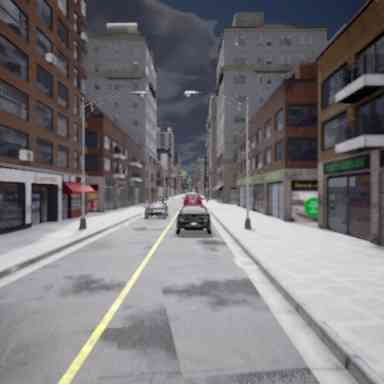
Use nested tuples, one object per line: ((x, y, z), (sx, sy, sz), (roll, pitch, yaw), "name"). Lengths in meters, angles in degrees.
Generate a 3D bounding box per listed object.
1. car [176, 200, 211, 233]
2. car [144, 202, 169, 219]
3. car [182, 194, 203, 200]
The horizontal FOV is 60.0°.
((0.093, 1.471, 19.425), (1.882, 1.535, 5.008), (0, 0, 0), "car")
((-3.009, 1.593, 29.427), (2.033, 1.411, 5.357), (0, 0, 0), "car")
((0.088, 1.216, 38.087), (2.150, 2.045, 5.566), (0, 0, 0), "car")
